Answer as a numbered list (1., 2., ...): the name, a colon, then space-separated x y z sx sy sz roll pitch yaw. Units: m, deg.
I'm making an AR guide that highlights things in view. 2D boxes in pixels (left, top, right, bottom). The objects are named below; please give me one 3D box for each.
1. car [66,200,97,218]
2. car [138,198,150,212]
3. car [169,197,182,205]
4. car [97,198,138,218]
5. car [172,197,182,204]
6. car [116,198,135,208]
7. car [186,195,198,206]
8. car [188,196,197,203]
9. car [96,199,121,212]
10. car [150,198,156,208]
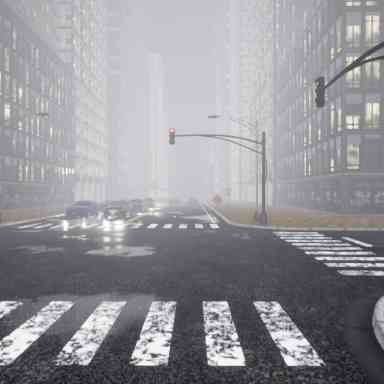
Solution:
1. car: -9.854 1.503 30.374 1.882 1.535 5.008 0 0 0
2. car: -6.599 1.521 39.653 1.882 1.535 5.008 0 0 0
3. car: -3.150 1.592 60.003 2.128 1.511 4.902 0 0 0
4. car: -6.600 1.517 30.125 2.128 1.511 4.902 0 0 0
5. car: -3.181 1.703 70.331 1.994 1.385 4.181 0 0 0
6. car: -9.839 1.631 49.432 1.994 1.385 4.181 0 0 0
7. car: 0.099 1.619 58.028 1.812 1.442 4.674 0 0 0
8. car: 0.068 1.622 71.352 1.882 1.535 5.008 0 0 0
9. car: -9.849 1.607 39.508 1.994 1.385 4.181 0 0 0
10. car: -6.593 1.594 49.700 1.812 1.442 4.674 0 0 0
